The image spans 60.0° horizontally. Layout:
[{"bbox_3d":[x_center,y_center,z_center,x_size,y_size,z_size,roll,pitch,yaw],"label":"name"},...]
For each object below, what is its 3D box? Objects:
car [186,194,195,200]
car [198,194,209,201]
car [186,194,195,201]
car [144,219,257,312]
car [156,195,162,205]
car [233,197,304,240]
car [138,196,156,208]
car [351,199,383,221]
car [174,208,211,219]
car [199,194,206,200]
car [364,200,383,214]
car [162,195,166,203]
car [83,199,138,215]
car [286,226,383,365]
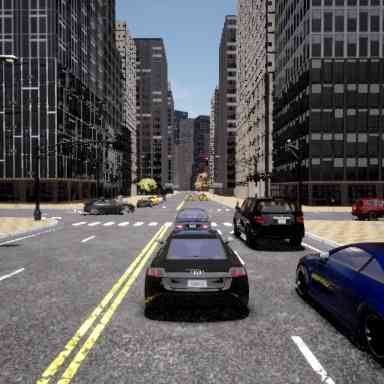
[{"bbox_3d":[-0.413,1.268,89.064,2.128,1.511,4.902,0,0,0],"label":"car"},{"bbox_3d":[2.886,1.396,78.661,1.882,1.535,5.008,0,0,0],"label":"car"},{"bbox_3d":[-0.364,1.396,78.647,1.882,1.535,5.008,0,0,0],"label":"car"},{"bbox_3d":[0.066,1.560,7.793,1.994,1.385,4.181,0,0,-1],"label":"car"},{"bbox_3d":[-6.847,1.433,57.117,1.882,1.535,5.008,0,0,0],"label":"car"},{"bbox_3d":[3.305,1.213,15.244,2.150,2.045,5.566,0,0,-2],"label":"car"},{"bbox_3d":[-6.813,1.529,48.188,1.994,1.385,4.181,0,0,0],"label":"car"},{"bbox_3d":[16.073,1.520,27.933,5.009,1.841,2.192,1,0,1],"label":"car"},{"bbox_3d":[0.022,1.538,17.014,2.033,1.411,5.357,0,0,0],"label":"car"},{"bbox_3d":[2.837,1.242,89.079,1.837,1.490,4.892,0,0,0],"label":"car"},{"bbox_3d":[21.643,1.643,36.245,4.829,1.417,1.752,1,0,1],"label":"car"},{"bbox_3d":[-6.838,1.469,66.565,1.812,1.442,4.674,0,0,0],"label":"car"},{"bbox_3d":[-8.023,1.432,32.212,4.892,1.490,1.837,0,2,-16],"label":"car"},{"bbox_3d":[3.334,1.561,5.823,1.994,1.385,4.181,0,0,-1],"label":"car"}]
